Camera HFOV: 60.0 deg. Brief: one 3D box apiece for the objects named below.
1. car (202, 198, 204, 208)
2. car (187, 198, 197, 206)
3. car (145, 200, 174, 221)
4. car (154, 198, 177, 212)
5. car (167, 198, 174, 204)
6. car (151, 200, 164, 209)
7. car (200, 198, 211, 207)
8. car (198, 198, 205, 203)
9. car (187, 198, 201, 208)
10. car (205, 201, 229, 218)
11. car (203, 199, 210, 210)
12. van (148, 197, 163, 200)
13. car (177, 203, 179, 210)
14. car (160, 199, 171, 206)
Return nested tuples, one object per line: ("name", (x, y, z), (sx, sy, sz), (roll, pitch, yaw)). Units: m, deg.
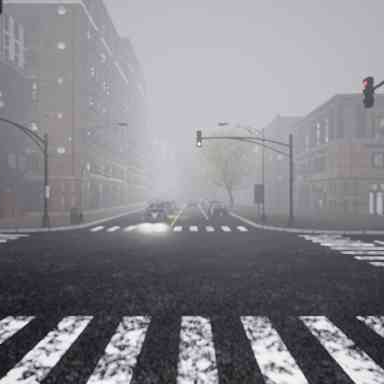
("car", (2.669, 1.853, 44.334), (1.967, 1.590, 4.097), (0, -1, 0))
("car", (-0.001, 2.169, 70.975), (1.882, 1.535, 5.008), (0, -1, 0))
("car", (-3.115, 1.765, 30.149), (2.128, 1.511, 4.902), (0, -1, 0))
("car", (-3.111, 1.844, 39.597), (1.882, 1.535, 5.008), (0, -1, 0))
("car", (-5.732, 2.425, 89.734), (1.752, 1.417, 4.829), (0, -1, 0))
("car", (-5.716, 2.110, 55.725), (1.802, 1.307, 4.206), (0, -1, 0))
("car", (2.659, 2.089, 67.121), (1.967, 1.590, 4.097), (0, -1, 0))
("car", (2.647, 2.517, 95.602), (2.008, 1.369, 4.403), (0, -1, 0))
("car", (0.074, 2.158, 58.474), (1.895, 1.301, 4.718), (0, -1, 0))
("car", (2.675, 1.852, 32.941), (2.008, 1.369, 4.403), (0, -1, 0))
("car", (2.672, 1.797, 38.638), (1.967, 1.590, 4.097), (0, -1, 0))
("van", (-5.714, 1.811, 50.030), (1.690, 1.788, 3.998), (0, -1, 0))
("car", (-3.109, 1.992, 49.694), (1.812, 1.442, 4.674), (0, -1, 0))
("car", (-5.724, 2.262, 72.814), (2.008, 1.369, 4.403), (0, -1, 0))
